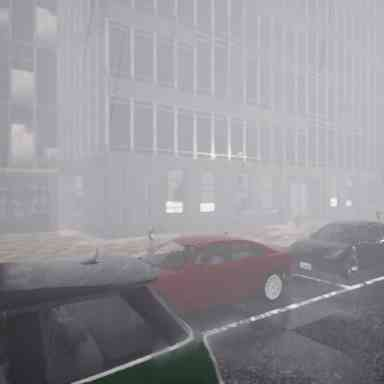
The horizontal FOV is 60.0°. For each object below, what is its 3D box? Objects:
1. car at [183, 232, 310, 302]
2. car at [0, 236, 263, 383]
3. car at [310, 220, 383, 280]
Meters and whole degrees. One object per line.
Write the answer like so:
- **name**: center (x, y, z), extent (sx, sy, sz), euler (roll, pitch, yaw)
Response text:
- **car**: center (0.112, 1.540, 6.639), extent (4.507, 1.381, 1.887), euler (0, 0, -36)
- **car**: center (-1.960, 1.353, 1.981), extent (4.553, 1.767, 2.097), euler (0, 0, -36)
- **car**: center (4.746, 1.554, 9.946), extent (4.313, 1.339, 1.947), euler (0, 0, -36)
